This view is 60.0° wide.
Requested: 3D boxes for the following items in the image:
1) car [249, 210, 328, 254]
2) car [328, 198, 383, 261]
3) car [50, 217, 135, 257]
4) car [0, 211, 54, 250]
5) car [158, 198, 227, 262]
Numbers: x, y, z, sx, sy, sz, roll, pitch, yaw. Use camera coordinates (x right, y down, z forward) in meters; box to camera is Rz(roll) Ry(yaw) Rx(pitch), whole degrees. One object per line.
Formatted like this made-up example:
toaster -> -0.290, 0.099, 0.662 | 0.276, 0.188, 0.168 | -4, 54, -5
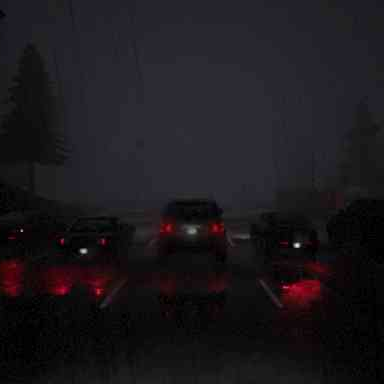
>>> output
car -> 3.542, 1.514, 13.547 | 1.837, 1.490, 4.892 | 0, 0, 1
car -> 7.029, 1.230, 12.402 | 2.150, 2.045, 5.566 | 0, 0, 1
car -> -3.465, 1.609, 12.917 | 1.895, 1.301, 4.718 | 0, 0, 1
car -> -6.952, 1.534, 14.186 | 1.812, 1.442, 4.674 | 0, 0, 1
car -> 0.029, 1.231, 12.357 | 2.150, 2.045, 5.566 | 0, 0, 0
